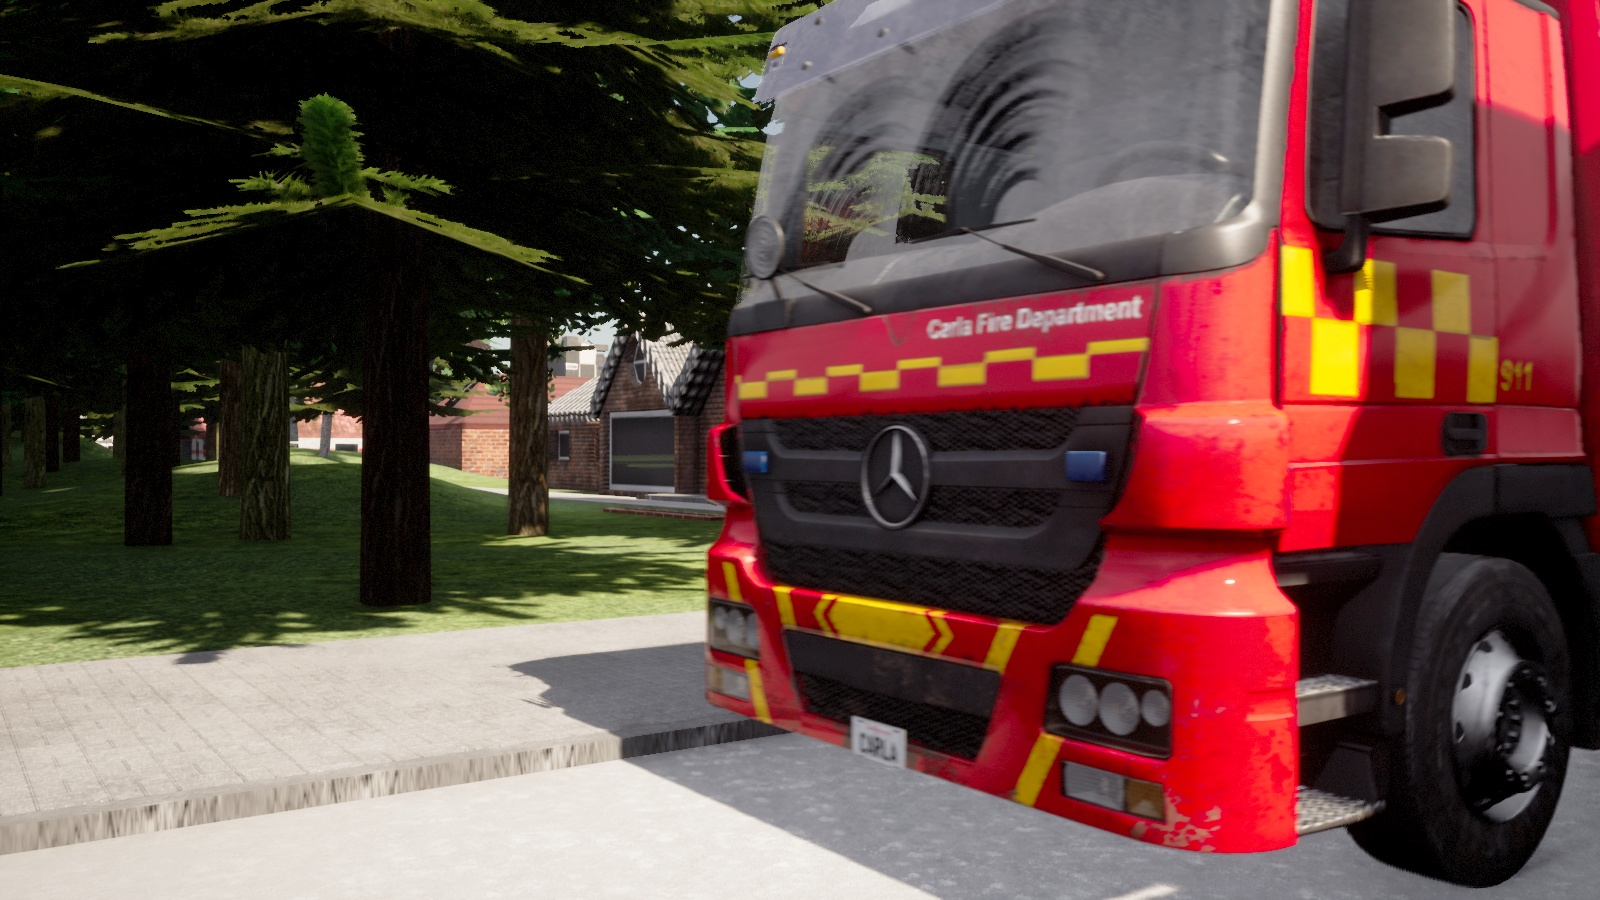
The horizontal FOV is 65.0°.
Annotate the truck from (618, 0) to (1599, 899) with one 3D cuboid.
[{"bbox_3d":[3.502,-0.411,6.749,8.468,3.827,2.891,0,0,-35],"label":"truck"}]
